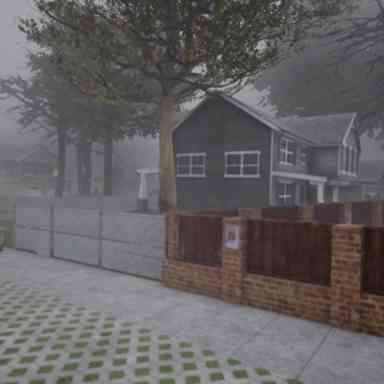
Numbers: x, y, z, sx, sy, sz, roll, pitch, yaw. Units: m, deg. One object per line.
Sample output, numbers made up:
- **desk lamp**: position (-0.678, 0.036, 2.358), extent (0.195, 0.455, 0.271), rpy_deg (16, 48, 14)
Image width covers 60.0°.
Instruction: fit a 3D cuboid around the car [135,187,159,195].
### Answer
- **car**: position (-5.607, 0.319, 46.939), extent (2.150, 2.045, 5.566), rpy_deg (2, 2, 35)
